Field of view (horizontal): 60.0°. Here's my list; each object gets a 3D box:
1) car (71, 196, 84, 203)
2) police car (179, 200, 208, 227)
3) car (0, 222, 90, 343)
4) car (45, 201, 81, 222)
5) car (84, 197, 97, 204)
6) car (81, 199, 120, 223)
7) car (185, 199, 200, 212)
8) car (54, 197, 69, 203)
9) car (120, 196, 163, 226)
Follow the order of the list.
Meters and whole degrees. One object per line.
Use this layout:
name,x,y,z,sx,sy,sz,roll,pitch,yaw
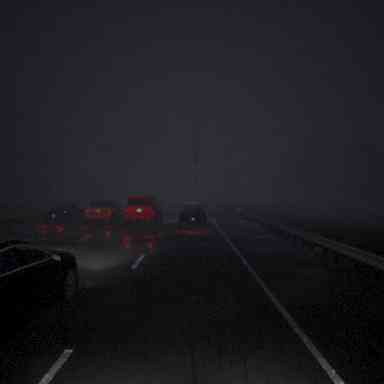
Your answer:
car,-26.746,1.788,77.868,1.882,1.535,5.008,0,0,-7
police car,0.070,1.519,23.607,1.930,1.638,5.238,0,0,0
car,-3.406,1.514,5.386,2.128,1.511,4.902,0,0,0
car,-10.433,1.635,27.360,1.812,1.442,4.674,0,0,0
car,-22.779,1.798,74.846,1.837,1.490,4.892,0,0,-7
car,-6.933,1.459,26.693,2.097,1.767,4.553,0,0,0
car,0.048,1.691,41.668,1.812,1.442,4.674,0,0,0
car,-30.184,1.832,77.149,2.128,1.511,4.902,0,0,-7
car,-3.430,1.318,24.252,2.150,2.045,5.566,0,0,0
